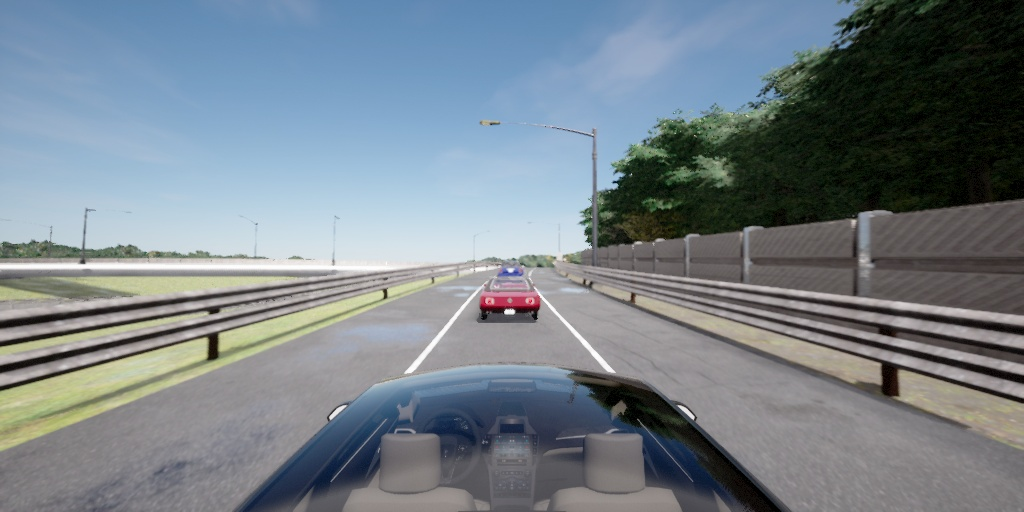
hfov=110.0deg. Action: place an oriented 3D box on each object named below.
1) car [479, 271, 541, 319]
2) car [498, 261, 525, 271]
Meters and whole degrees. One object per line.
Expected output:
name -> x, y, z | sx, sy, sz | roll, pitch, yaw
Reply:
car -> -0.086, 1.388, 12.966 | 1.895, 1.301, 4.718 | 0, 0, -1
car -> -0.040, 1.186, 29.883 | 2.097, 1.767, 4.553 | 0, 0, 1
